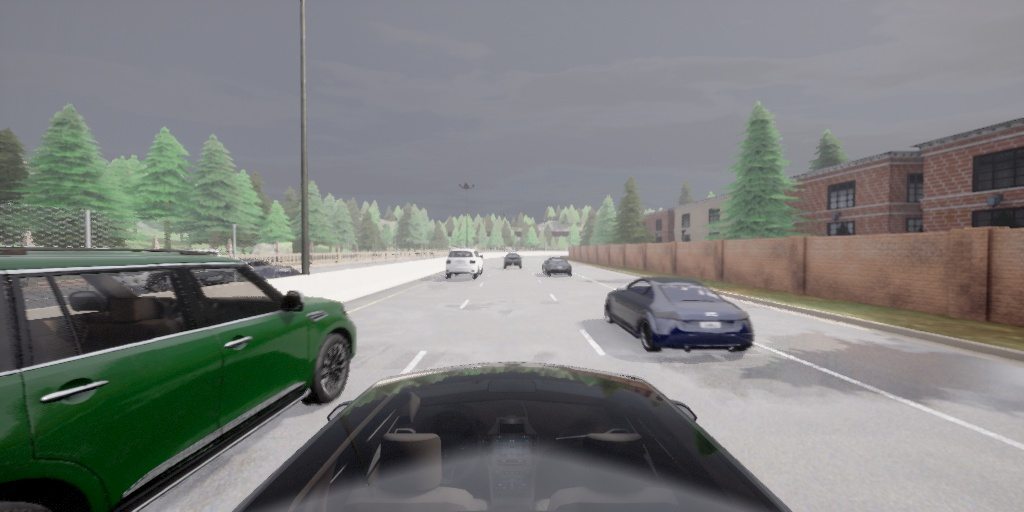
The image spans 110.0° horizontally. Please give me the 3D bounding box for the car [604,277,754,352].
[{"bbox_3d":[3.598,1.188,8.504,1.994,1.385,4.181,0,1,0],"label":"car"}]

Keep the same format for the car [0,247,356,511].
[{"bbox_3d":[-3.400,0.948,2.989,2.150,2.045,5.566,0,1,0],"label":"car"}]

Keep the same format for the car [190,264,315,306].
[{"bbox_3d":[-10.604,1.100,15.215,1.895,1.301,4.718,0,1,0],"label":"car"}]

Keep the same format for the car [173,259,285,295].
[{"bbox_3d":[-14.104,0.946,18.343,1.837,1.490,4.892,0,1,0],"label":"car"}]

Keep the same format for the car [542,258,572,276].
[{"bbox_3d":[3.594,0.807,29.065,1.994,1.385,4.181,0,1,0],"label":"car"}]

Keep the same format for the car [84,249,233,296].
[{"bbox_3d":[-17.604,0.661,18.456,2.150,2.045,5.566,0,1,0],"label":"car"}]

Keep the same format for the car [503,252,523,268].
[{"bbox_3d":[0.091,0.549,39.681,1.837,1.490,4.892,0,1,0],"label":"car"}]

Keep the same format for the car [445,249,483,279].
[{"bbox_3d":[-3.406,0.520,26.131,2.150,2.045,5.566,0,1,0],"label":"car"}]
